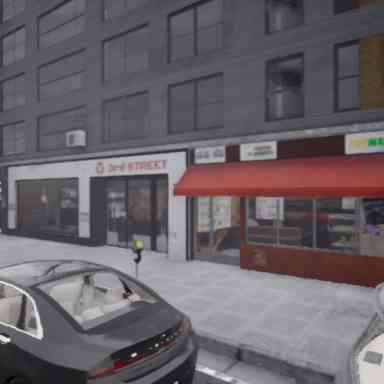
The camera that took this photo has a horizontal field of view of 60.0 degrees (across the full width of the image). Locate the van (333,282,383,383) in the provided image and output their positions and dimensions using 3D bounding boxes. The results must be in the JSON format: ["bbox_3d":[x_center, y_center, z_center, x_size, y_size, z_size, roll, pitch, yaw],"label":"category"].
[{"bbox_3d":[2.502,1.338,1.027,3.998,1.788,1.690,0,0,35],"label":"van"}]

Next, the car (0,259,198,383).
[{"bbox_3d":[-1.989,1.559,4.220,4.403,1.369,2.008,0,0,35],"label":"car"}]
